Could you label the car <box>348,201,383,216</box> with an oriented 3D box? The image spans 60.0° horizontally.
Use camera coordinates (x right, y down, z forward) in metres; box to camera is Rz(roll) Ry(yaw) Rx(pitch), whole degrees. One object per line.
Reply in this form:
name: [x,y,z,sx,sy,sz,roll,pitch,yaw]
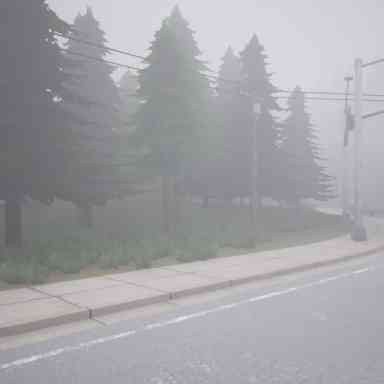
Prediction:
car: [17.269,1.601,32.381,1.895,1.301,4.718,0,0,-5]
